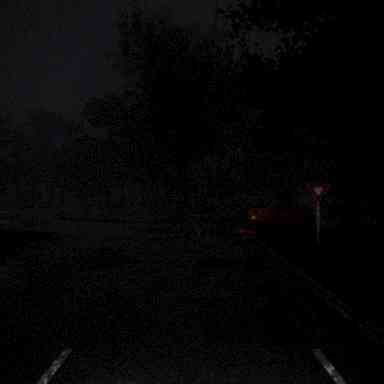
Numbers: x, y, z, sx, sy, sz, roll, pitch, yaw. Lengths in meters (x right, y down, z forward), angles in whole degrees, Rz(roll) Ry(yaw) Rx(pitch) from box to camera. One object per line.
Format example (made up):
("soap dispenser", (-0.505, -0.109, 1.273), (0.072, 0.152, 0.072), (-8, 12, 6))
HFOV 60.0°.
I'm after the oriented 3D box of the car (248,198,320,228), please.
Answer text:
("car", (5.997, 1.409, 21.850), (5.008, 1.535, 1.882), (0, 0, -29))
